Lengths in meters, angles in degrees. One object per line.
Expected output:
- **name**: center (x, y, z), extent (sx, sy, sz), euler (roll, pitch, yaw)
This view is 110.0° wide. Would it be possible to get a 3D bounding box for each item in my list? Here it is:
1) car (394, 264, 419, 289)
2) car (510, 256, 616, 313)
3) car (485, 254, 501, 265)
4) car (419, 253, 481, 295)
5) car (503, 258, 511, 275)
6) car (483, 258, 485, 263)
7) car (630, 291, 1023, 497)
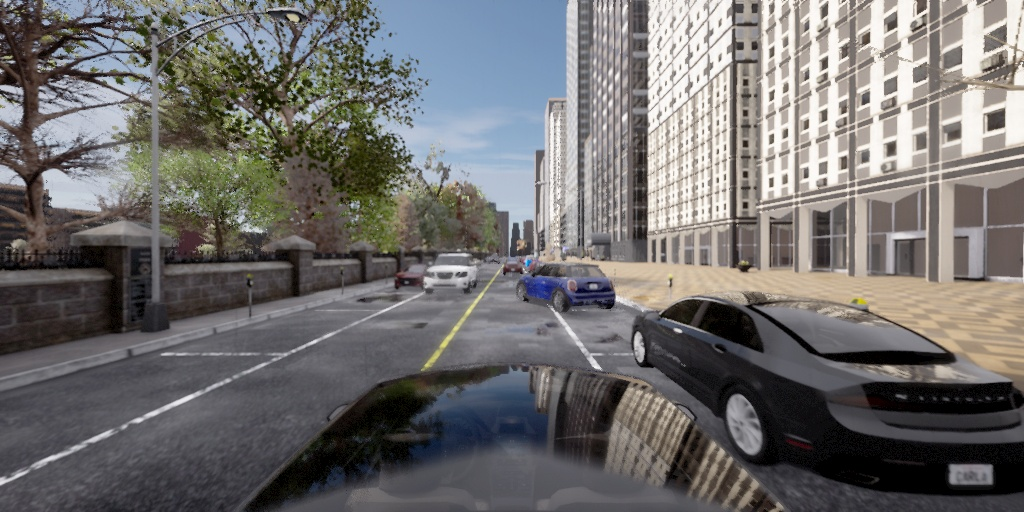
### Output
- **car**: center (-5.689, 1.171, 21.631), extent (1.888, 1.381, 4.507), euler (0, 0, 0)
- **car**: center (1.882, 1.025, 13.888), extent (2.097, 1.767, 4.553), euler (0, 0, -23)
- **car**: center (-2.991, 0.480, 60.679), extent (2.097, 1.767, 4.553), euler (0, 0, 0)
- **car**: center (-3.097, 0.864, 19.235), extent (2.150, 2.045, 5.566), euler (0, 0, 0)
- **car**: center (0.093, 1.069, 35.336), extent (1.812, 1.442, 4.674), euler (0, 1, 0)
- **car**: center (-5.683, 0.959, 55.254), extent (1.751, 1.417, 4.829), euler (0, 0, 0)
- **car**: center (3.146, 1.234, 4.879), extent (1.837, 1.490, 4.892), euler (0, 0, 0)
